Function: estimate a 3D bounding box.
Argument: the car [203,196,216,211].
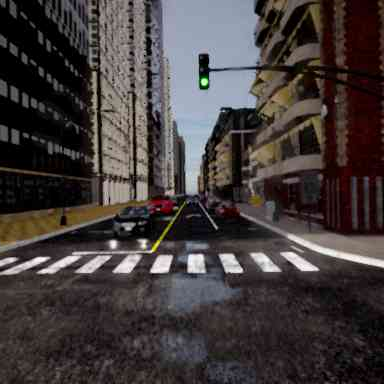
[{"bbox_3d":[2.682,1.478,38.891,2.008,1.369,4.403,-1,0,0],"label":"car"}]

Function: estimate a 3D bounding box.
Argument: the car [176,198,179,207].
[{"bbox_3d":[-3.014,1.591,51.748,2.033,1.411,5.357,-1,0,0],"label":"car"}]

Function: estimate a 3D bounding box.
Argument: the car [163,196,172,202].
[{"bbox_3d":[-5.689,1.658,78.432,1.887,1.381,4.507,-1,0,0],"label":"car"}]

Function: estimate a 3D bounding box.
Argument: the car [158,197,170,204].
[{"bbox_3d":[-5.691,1.655,67.134,2.008,1.369,4.403,-1,0,0],"label":"car"}]

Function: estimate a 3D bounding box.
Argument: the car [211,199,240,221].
[{"bbox_3d":[2.731,1.504,25.973,1.802,1.307,4.206,-1,0,0],"label":"car"}]

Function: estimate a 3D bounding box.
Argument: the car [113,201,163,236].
[{"bbox_3d":[-3.111,1.527,18.693,2.128,1.511,4.902,-1,0,0],"label":"car"}]

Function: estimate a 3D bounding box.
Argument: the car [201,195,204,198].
[{"bbox_3d":[2.689,1.527,72.782,1.802,1.307,4.206,-1,0,0],"label":"car"}]

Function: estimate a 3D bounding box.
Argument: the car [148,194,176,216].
[{"bbox_3d":[-3.107,1.259,33.621,2.150,2.045,5.566,-1,0,0],"label":"car"}]

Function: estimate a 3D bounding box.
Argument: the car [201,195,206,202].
[{"bbox_3d":[2.684,1.480,44.539,2.008,1.369,4.403,-1,0,0],"label":"car"}]

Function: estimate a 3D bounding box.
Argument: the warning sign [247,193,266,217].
[{"bbox_3d":[5.045,0.992,26.088,1.300,1.860,1.060,-1,0,0],"label":"warning sign"}]

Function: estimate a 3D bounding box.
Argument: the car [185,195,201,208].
[{"bbox_3d":[-0.005,1.584,48.603,1.895,1.301,4.718,-1,0,0],"label":"car"}]

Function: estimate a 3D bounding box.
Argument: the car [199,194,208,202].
[{"bbox_3d":[2.687,1.390,78.431,1.967,1.590,4.097,-1,0,0],"label":"car"}]
